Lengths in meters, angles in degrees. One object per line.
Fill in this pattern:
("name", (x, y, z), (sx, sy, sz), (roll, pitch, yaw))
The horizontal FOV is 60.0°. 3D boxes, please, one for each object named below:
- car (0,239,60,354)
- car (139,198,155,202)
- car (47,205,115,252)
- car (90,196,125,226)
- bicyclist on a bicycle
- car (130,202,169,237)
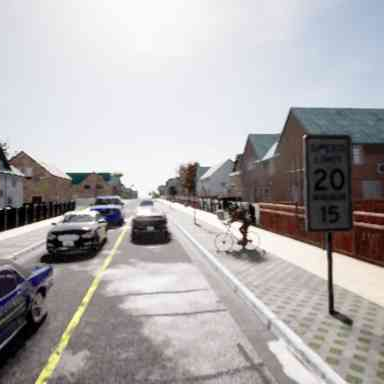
("car", (-3.349, 1.662, 4.220), (1.895, 1.301, 4.718), (-1, 0, -7))
("car", (-6.138, 1.624, 45.497), (1.882, 1.535, 5.008), (-1, 0, -8))
("car", (-4.736, 1.572, 14.225), (2.128, 1.511, 4.902), (-1, 0, -8))
("car", (-6.200, 1.334, 24.705), (2.150, 2.045, 5.566), (-1, 0, -8))
("bicyclist on a bicycle", (1.563, 1.256, 11.481), (1.656, 1.620, 0.582), (-1, 0, -8))
("car", (-2.321, 1.523, 18.233), (2.128, 1.511, 4.902), (-1, 0, -8))
